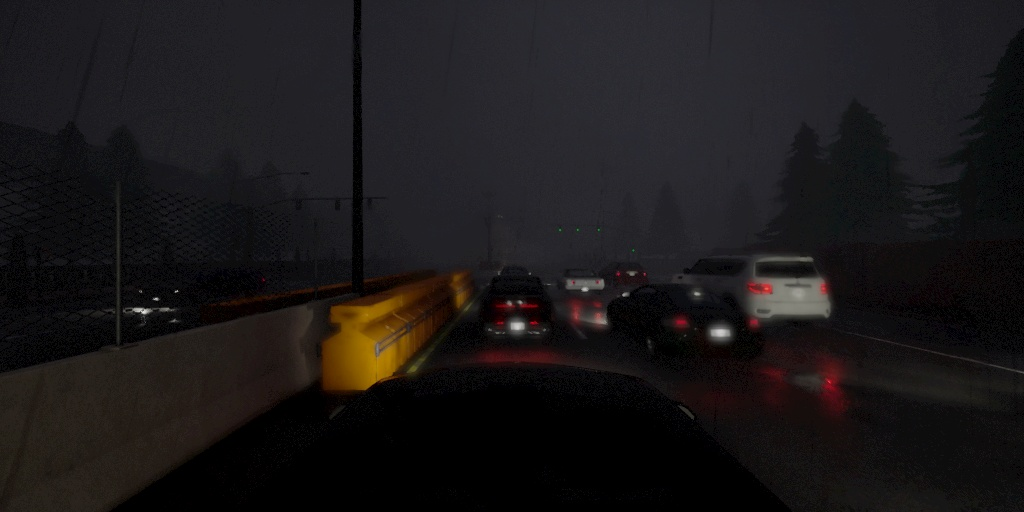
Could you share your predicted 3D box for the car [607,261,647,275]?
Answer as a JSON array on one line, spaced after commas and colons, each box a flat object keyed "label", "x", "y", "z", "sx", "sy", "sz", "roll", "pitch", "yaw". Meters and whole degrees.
[{"label": "car", "x": 7.149, "y": 1.102, "z": 23.466, "sx": 2.097, "sy": 1.767, "sz": 4.553, "roll": 0, "pitch": 0, "yaw": 0}]

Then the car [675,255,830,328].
[{"label": "car", "x": 7.123, "y": 0.974, "z": 11.588, "sx": 2.150, "sy": 2.045, "sz": 5.566, "roll": 0, "pitch": 0, "yaw": 0}]

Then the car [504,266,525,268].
[{"label": "car", "x": 0.143, "y": 1.298, "z": 20.974, "sx": 2.033, "sy": 1.411, "sz": 5.357, "roll": 0, "pitch": 0, "yaw": 0}]

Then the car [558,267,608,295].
[{"label": "car", "x": 3.642, "y": 1.351, "z": 19.972, "sx": 1.895, "sy": 1.301, "sz": 4.718, "roll": 0, "pitch": 0, "yaw": 0}]

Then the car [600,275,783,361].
[{"label": "car", "x": 3.622, "y": 1.314, "z": 8.269, "sx": 1.994, "sy": 1.385, "sz": 4.181, "roll": 0, "pitch": 0, "yaw": -1}]

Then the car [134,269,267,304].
[{"label": "car", "x": -13.967, "y": 1.297, "z": 16.686, "sx": 2.033, "sy": 1.411, "sz": 5.357, "roll": 0, "pitch": 0, "yaw": 0}]

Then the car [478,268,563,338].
[{"label": "car", "x": 0.119, "y": 1.256, "z": 10.181, "sx": 1.837, "sy": 1.490, "sz": 4.892, "roll": 0, "pitch": 0, "yaw": 0}]
